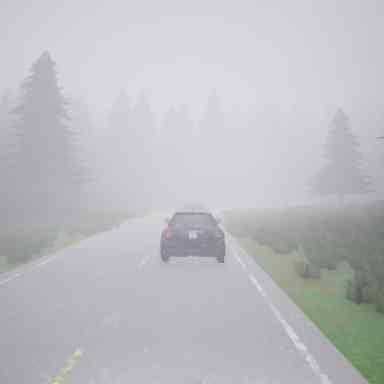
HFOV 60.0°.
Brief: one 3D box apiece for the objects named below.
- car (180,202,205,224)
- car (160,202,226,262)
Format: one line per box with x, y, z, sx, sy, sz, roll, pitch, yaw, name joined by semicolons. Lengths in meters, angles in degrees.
0.116;1.631;27.602;1.837;1.490;4.892;0;0;2;car
0.044;1.408;12.484;2.097;1.767;4.553;0;0;1;car
